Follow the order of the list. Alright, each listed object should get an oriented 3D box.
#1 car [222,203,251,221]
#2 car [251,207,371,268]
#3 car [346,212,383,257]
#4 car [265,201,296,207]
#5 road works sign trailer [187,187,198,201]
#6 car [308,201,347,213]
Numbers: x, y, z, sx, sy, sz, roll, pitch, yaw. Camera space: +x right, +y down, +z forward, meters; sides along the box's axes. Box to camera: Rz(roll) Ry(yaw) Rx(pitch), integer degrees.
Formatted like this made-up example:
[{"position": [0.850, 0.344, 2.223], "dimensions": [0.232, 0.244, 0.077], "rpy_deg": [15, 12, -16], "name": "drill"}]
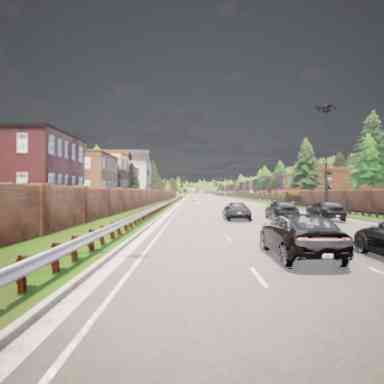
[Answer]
[{"position": [3.609, 1.547, 27.159], "dimensions": [1.994, 1.385, 4.181], "rpy_deg": [0, 0, 0], "name": "car"}, {"position": [3.599, 1.484, 11.224], "dimensions": [2.128, 1.511, 4.902], "rpy_deg": [0, 0, 0], "name": "car"}, {"position": [7.098, 1.557, 10.913], "dimensions": [1.994, 1.385, 4.181], "rpy_deg": [0, 0, 0], "name": "car"}, {"position": [7.109, 1.489, 26.592], "dimensions": [1.837, 1.490, 4.892], "rpy_deg": [0, 0, 0], "name": "car"}, {"position": [0.046, 0.416, 80.221], "dimensions": [2.380, 3.560, 2.880], "rpy_deg": [0, 0, 0], "name": "road works sign trailer"}, {"position": [10.609, 1.489, 26.585], "dimensions": [1.837, 1.490, 4.892], "rpy_deg": [0, 0, 0], "name": "car"}]
